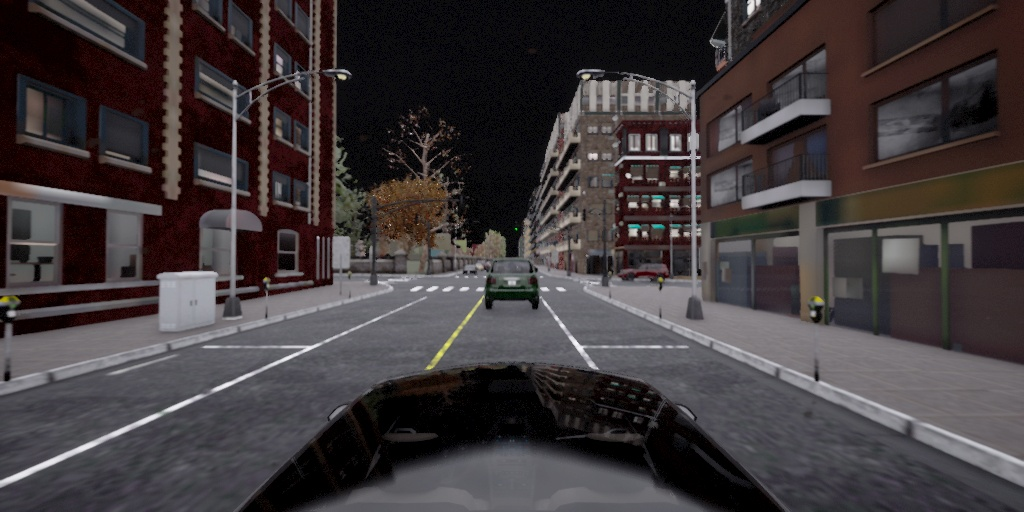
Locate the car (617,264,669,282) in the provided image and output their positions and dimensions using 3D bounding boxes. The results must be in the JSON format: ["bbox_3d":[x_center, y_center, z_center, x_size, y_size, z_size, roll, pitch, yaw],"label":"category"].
[{"bbox_3d":[13.457,1.701,36.756,5.009,1.841,2.192,0,0,-1],"label":"car"}]

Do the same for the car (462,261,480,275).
[{"bbox_3d":[-5.680,1.801,49.103,1.948,1.339,4.313,0,0,0],"label":"car"}]

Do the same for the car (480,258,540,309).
[{"bbox_3d":[0.003,1.105,15.875,2.150,2.045,5.566,0,0,0],"label":"car"}]
